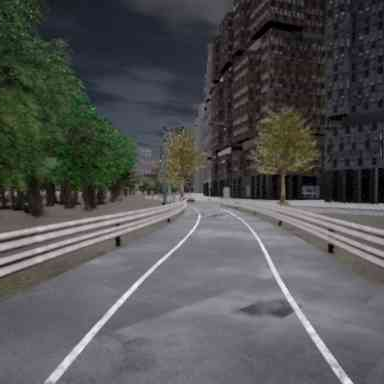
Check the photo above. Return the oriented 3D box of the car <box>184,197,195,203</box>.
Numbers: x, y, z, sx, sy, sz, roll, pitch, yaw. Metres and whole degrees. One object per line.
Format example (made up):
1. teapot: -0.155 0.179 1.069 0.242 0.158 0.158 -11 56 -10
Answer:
1. car: -0.799 1.577 67.950 1.895 1.301 4.718 0 0 -13
